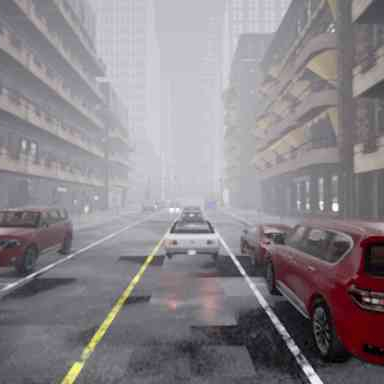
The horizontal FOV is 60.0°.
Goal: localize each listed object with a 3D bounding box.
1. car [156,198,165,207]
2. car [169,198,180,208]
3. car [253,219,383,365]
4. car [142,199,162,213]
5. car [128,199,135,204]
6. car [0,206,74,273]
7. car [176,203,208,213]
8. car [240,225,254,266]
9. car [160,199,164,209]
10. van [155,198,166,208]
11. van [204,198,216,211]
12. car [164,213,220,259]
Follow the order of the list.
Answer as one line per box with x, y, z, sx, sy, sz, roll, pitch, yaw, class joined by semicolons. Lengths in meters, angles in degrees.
-5.647;2.152;55.689;1.947;1.339;4.313;1;-1;0;car
-3.051;2.123;60.006;2.128;1.511;4.902;0;-1;0;car
2.708;1.379;5.885;2.192;1.841;5.009;1;-1;0;car
-5.646;2.021;44.609;2.008;1.369;4.403;1;-1;0;car
-16.496;2.378;83.875;4.097;1.590;1.967;0;-2;0;car
-5.673;1.438;11.372;2.192;1.841;5.009;1;-1;0;car
0.009;1.840;27.553;2.033;1.411;5.357;0;-1;0;car
2.703;1.705;11.422;1.802;1.307;4.206;1;-1;0;car
-5.647;2.111;50.149;1.802;1.307;4.206;1;-1;0;car
-5.813;1.985;61.232;1.690;1.788;3.998;1;-1;0;van
2.705;1.870;50.205;1.690;1.788;3.998;1;-1;0;van
0.018;1.743;13.273;1.895;1.301;4.718;0;-1;0;car
